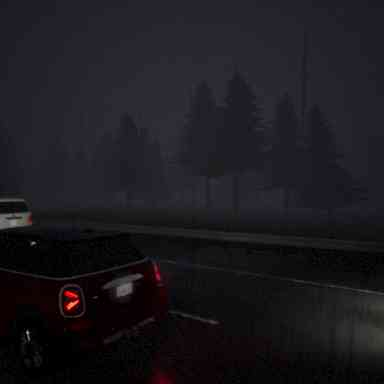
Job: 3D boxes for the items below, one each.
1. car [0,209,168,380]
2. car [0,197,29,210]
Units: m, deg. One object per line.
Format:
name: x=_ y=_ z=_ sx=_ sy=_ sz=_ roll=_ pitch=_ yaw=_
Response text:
car: x=-2.680 y=1.352 z=5.721 sx=4.553 sy=1.767 sz=2.097 roll=0 pitch=0 yaw=34
car: x=-8.989 y=1.225 z=13.917 sx=5.566 sy=2.045 sz=2.150 roll=0 pitch=0 yaw=31
